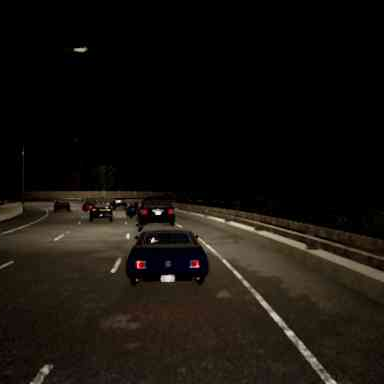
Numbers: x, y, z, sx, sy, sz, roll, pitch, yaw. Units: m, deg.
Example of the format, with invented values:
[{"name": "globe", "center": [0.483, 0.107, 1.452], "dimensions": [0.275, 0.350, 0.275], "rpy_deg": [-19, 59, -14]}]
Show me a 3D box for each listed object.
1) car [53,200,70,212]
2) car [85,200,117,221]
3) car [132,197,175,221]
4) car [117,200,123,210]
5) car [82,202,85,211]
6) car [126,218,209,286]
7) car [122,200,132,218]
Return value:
[{"name": "car", "center": [-16.764, 1.752, 42.864], "dimensions": [2.128, 1.511, 4.902], "rpy_deg": [0, 0, -24]}, {"name": "car", "center": [-7.889, 1.664, 28.901], "dimensions": [2.128, 1.511, 4.902], "rpy_deg": [0, 0, -15]}, {"name": "car", "center": [-2.440, 1.337, 21.163], "dimensions": [2.150, 2.045, 5.566], "rpy_deg": [0, -1, -12]}, {"name": "car", "center": [-9.868, 1.753, 44.523], "dimensions": [2.128, 1.511, 4.902], "rpy_deg": [0, 0, -23]}, {"name": "car", "center": [-13.059, 1.822, 43.113], "dimensions": [1.994, 1.385, 4.181], "rpy_deg": [0, 0, -23]}, {"name": "car", "center": [-0.724, 1.656, 9.639], "dimensions": [1.895, 1.301, 4.718], "rpy_deg": [0, 0, -5]}, {"name": "car", "center": [-5.378, 1.753, 32.710], "dimensions": [1.994, 1.385, 4.181], "rpy_deg": [0, 0, -17]}]
